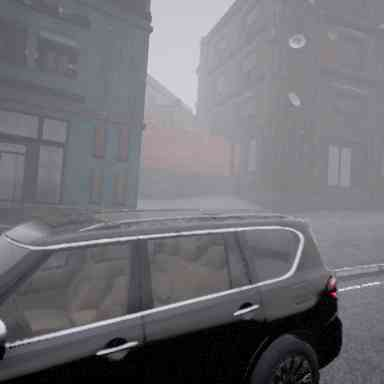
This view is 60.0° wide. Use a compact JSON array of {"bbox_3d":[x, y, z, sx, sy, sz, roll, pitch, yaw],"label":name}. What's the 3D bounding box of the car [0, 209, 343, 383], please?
[{"bbox_3d":[-0.959,1.225,3.091,5.566,2.045,2.150,0,-1,-33],"label":"car"}]
